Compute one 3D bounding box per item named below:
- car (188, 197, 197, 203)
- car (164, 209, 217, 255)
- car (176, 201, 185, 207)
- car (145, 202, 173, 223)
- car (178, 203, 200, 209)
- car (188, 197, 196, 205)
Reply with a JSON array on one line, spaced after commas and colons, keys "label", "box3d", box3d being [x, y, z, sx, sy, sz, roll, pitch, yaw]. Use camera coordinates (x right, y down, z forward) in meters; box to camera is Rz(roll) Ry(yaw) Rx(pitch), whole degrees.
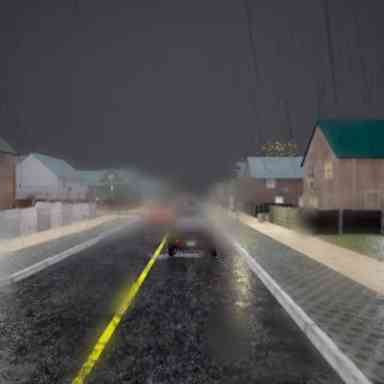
[{"label": "car", "box3d": [0.045, 2.517, 75.474, 1.837, 1.490, 4.892, 0, -1, 0]}, {"label": "car", "box3d": [0.030, 1.677, 13.905, 1.812, 1.442, 4.674, 0, 0, 1]}, {"label": "car", "box3d": [-2.703, 2.756, 79.868, 2.033, 1.411, 5.357, 0, -1, 0]}, {"label": "car", "box3d": [-2.749, 1.690, 28.562, 2.097, 1.767, 4.553, 0, -1, 0]}, {"label": "car", "box3d": [0.036, 1.897, 28.174, 1.994, 1.385, 4.181, 0, -1, 0]}, {"label": "car", "box3d": [0.054, 2.476, 89.265, 2.150, 2.045, 5.566, 0, -1, 0]}]
